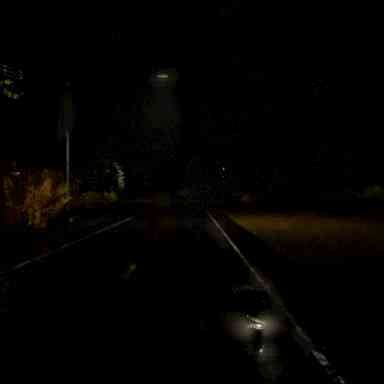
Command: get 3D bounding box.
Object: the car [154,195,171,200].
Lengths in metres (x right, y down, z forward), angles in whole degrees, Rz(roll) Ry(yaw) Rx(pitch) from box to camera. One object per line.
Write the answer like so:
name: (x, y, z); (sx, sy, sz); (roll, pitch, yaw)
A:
car: (-8.401, 1.505, 94.432); (4.902, 1.511, 2.128); (0, 0, -1)
